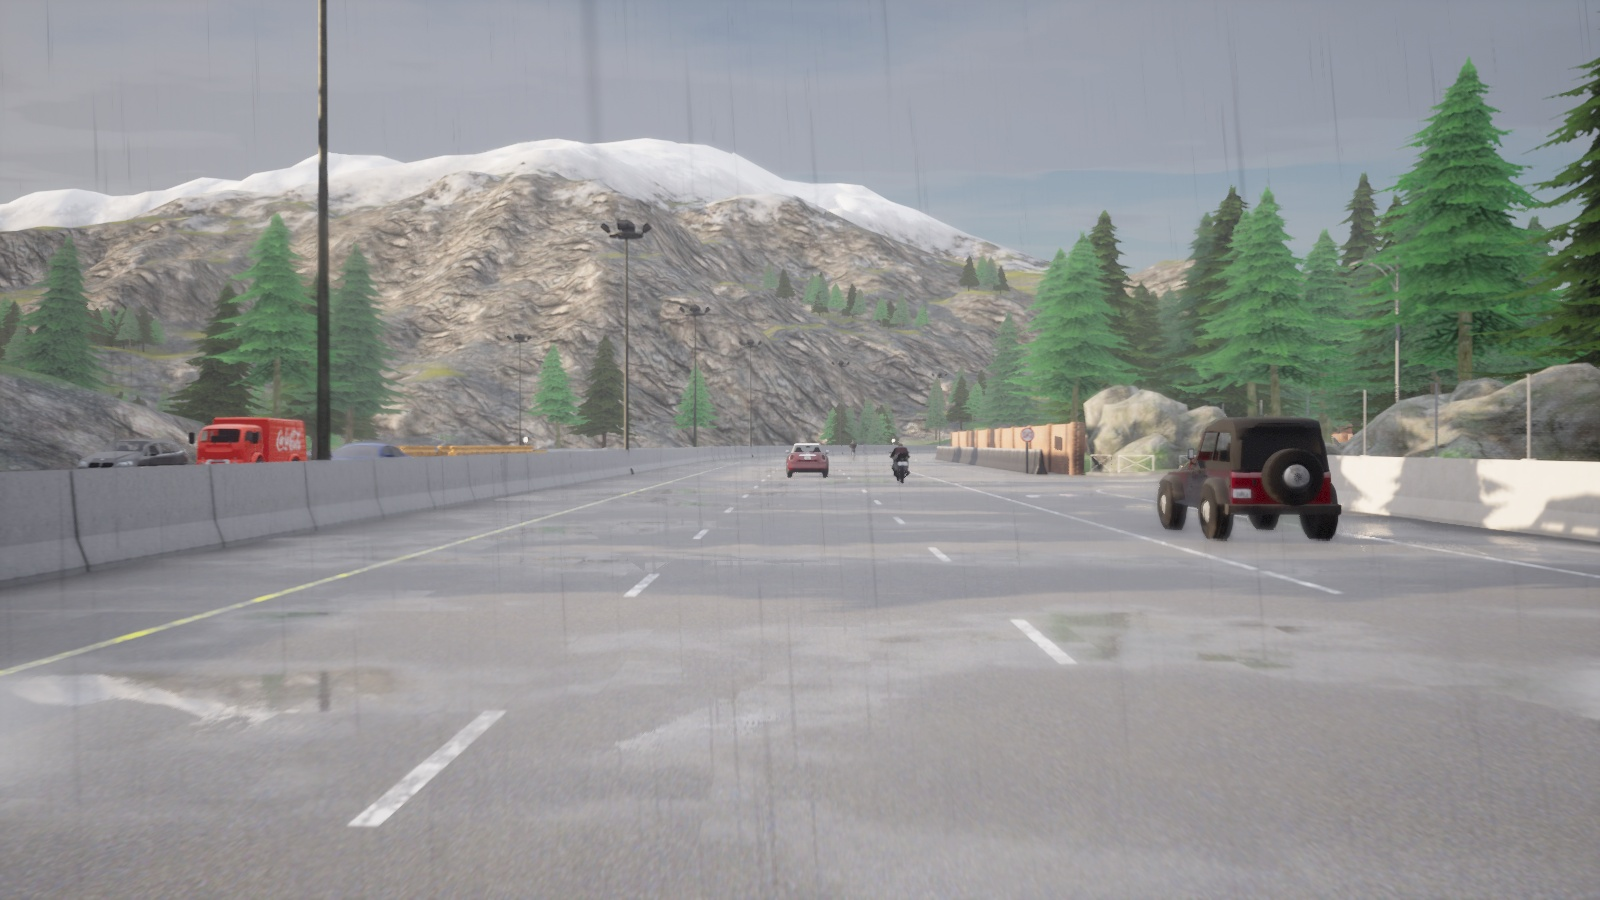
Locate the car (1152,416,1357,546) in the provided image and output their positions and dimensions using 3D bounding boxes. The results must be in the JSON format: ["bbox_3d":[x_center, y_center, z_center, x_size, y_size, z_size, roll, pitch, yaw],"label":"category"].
[{"bbox_3d":[7.130,0.435,20.147,1.905,1.878,3.866,0,0,0],"label":"car"}]

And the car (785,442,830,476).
[{"bbox_3d":[0.337,0.393,56.661,1.970,1.475,3.806,0,0,0],"label":"car"}]

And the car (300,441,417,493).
[{"bbox_3d":[-13.761,0.491,39.438,1.882,1.535,5.008,0,0,0],"label":"car"}]

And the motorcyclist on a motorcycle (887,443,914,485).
[{"bbox_3d":[3.785,0.517,47.484,0.866,1.530,2.191,0,0,0],"label":"motorcyclist on a motorcycle"}]

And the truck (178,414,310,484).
[{"bbox_3d":[-20.717,-0.015,47.108,2.627,2.467,5.204,0,0,0],"label":"truck"}]

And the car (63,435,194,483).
[{"bbox_3d":[-24.227,0.317,45.516,2.242,1.667,4.611,0,0,0],"label":"car"}]
